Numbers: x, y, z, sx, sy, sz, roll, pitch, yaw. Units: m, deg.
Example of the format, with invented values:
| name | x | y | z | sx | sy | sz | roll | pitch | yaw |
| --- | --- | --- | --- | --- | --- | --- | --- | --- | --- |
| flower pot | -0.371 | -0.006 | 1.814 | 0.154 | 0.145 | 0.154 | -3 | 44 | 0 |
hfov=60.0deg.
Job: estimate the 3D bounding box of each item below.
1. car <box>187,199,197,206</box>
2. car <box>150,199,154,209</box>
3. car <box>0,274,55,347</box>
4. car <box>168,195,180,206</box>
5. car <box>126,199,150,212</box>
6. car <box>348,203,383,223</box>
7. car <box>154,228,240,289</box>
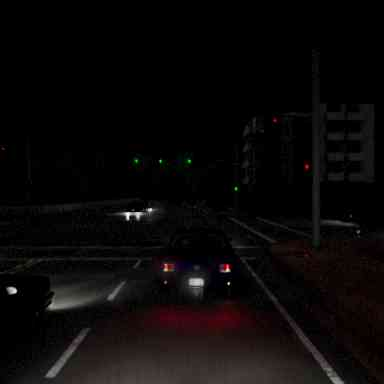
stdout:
| name | x | y | z | sx | sy | sz | roll | pitch | yaw |
| --- | --- | --- | --- | --- | --- | --- | --- | --- | --- |
| car | -0.032 | 2.055 | 66.863 | 1.895 | 1.301 | 4.718 | 0 | 0 | 0 |
| car | -7.103 | 1.865 | 52.962 | 1.837 | 1.490 | 4.892 | 0 | 0 | 0 |
| car | -3.439 | 1.573 | 3.602 | 2.033 | 1.411 | 5.357 | 0 | 0 | 0 |
| car | -3.532 | 1.676 | 66.850 | 2.150 | 2.045 | 5.566 | 0 | 0 | 0 |
| car | -7.104 | 1.839 | 42.816 | 2.033 | 1.411 | 5.357 | 0 | 0 | 0 |
| car | 15.048 | 1.685 | 26.493 | 4.892 | 1.490 | 1.837 | 0 | 0 | -2 |
| car | 0.225 | 1.665 | 9.374 | 1.895 | 1.301 | 4.718 | 0 | 0 | 3 |
